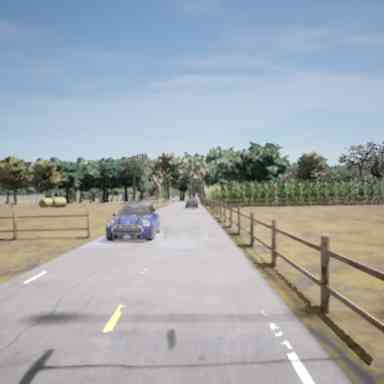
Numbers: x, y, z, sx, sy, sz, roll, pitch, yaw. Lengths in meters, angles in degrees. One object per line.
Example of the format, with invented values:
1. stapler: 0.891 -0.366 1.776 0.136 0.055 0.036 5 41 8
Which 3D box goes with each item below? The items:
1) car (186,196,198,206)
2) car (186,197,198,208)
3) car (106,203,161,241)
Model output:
1. car: -0.002 1.639 60.792 2.097 1.767 4.553 0 -1 0
2. car: -0.002 1.681 50.394 2.128 1.511 4.902 0 0 0
3. car: -2.808 1.375 16.692 2.097 1.767 4.553 0 0 0
